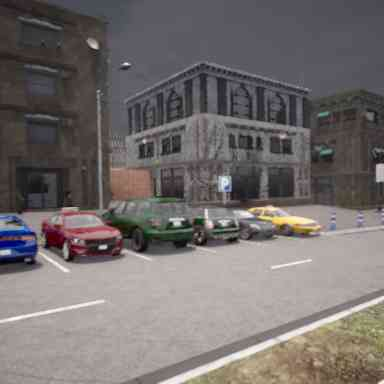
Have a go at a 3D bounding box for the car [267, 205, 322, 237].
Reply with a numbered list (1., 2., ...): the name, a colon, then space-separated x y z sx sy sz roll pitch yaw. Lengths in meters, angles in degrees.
1. car: 4.687 1.554 19.069 1.946 1.575 5.366 0 0 -36

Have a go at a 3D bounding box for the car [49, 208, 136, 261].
1. car: -4.331 1.506 12.725 2.097 1.535 5.008 0 0 -36

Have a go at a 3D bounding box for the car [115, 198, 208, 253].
1. car: -2.118 1.262 14.369 2.435 2.045 5.566 0 0 -36

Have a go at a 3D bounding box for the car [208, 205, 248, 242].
1. car: 0.143 1.399 15.944 2.185 1.767 4.553 0 0 -36

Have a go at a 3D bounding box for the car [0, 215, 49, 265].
1. car: -6.551 1.502 11.092 2.097 1.535 5.008 0 0 -36

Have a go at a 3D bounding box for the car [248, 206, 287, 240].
1. car: 2.348 1.579 17.596 2.002 1.452 4.674 0 0 -36
